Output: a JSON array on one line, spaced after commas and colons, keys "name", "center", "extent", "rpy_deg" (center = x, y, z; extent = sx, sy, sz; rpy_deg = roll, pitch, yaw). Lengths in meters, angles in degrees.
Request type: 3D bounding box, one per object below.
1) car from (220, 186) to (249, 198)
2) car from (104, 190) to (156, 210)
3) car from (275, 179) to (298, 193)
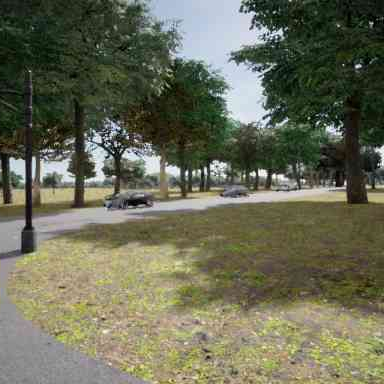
[{"name": "car", "center": [5.334, -0.028, 41.610], "extent": [2.128, 1.511, 4.902], "rpy_deg": [-1, 2, 38]}, {"name": "car", "center": [-5.166, 0.641, 27.997], "extent": [2.128, 1.511, 4.902], "rpy_deg": [-1, 2, 38]}, {"name": "car", "center": [15.587, -1.095, 54.763], "extent": [2.150, 2.045, 5.566], "rpy_deg": [-1, 2, 38]}]
